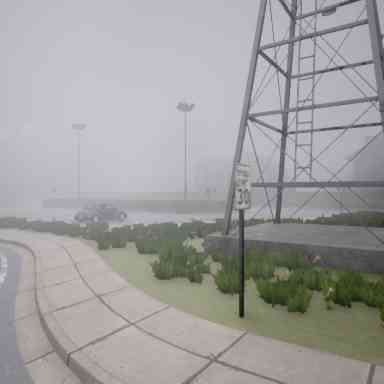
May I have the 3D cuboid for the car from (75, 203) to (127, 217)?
[{"bbox_3d":[-6.759,1.521,25.007,1.784,1.438,3.905,0,0,34],"label":"car"}]
